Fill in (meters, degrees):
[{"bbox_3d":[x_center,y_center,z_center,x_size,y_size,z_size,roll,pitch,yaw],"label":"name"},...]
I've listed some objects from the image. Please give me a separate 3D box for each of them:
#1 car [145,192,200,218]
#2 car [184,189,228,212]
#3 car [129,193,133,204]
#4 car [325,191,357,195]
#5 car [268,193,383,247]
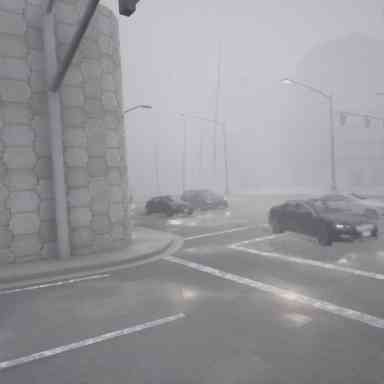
[{"bbox_3d":[-1.763,0.971,24.077,1.812,1.442,4.674,-5,3,-35],"label":"car"},{"bbox_3d":[0.809,0.564,26.463,2.097,1.767,4.553,-5,3,-35],"label":"car"},{"bbox_3d":[-9.174,0.430,40.589,2.150,2.045,5.566,-5,3,-35],"label":"car"},{"bbox_3d":[7.918,0.700,17.414,1.812,1.442,4.674,-5,3,-44],"label":"car"},{"bbox_3d":[4.794,1.016,12.860,2.128,1.511,4.902,-4,2,-17],"label":"car"}]
